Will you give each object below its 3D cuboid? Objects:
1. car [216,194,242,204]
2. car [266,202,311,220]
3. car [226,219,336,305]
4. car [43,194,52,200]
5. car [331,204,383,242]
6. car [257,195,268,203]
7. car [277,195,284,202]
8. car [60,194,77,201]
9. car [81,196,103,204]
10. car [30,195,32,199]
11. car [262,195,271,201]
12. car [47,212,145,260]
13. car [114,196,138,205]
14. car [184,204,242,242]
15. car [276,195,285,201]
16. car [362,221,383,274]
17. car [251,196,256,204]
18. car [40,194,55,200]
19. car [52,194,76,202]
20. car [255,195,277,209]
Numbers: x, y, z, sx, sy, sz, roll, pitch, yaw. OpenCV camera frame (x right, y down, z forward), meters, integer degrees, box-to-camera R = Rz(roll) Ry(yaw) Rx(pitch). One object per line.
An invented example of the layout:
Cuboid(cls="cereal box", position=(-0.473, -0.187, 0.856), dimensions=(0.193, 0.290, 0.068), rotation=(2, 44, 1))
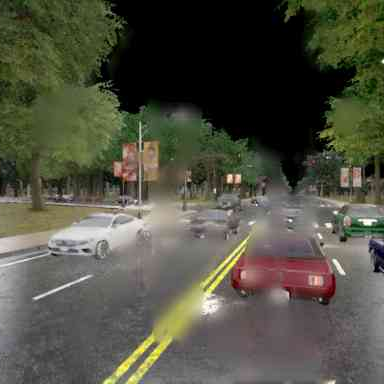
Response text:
Cuboid(cls="car", position=(4.266, 1.208, 37.583), dimensions=(2.150, 2.045, 5.566), rotation=(0, 0, 18))
Cuboid(cls="car", position=(4.964, 1.505, 17.073), dimensions=(1.837, 1.490, 4.892), rotation=(0, 0, 17))
Cuboid(cls="car", position=(2.270, 1.601, 8.215), dimensions=(1.895, 1.301, 4.718), rotation=(0, 0, 17))
Cuboid(cls="car", position=(-31.653, 1.259, 76.620), dimensions=(4.674, 1.442, 1.812), rotation=(0, 0, 40))
Cuboid(cls="car", position=(8.098, 1.352, 16.198), dimensions=(2.097, 1.767, 4.553), rotation=(0, 0, 17))
Cuboid(cls="car", position=(15.537, 1.486, 73.364), dimensions=(1.882, 1.535, 5.008), rotation=(0, 0, 17))
Cuboid(cls="car", position=(15.719, 1.553, 63.109), dimensions=(2.033, 1.411, 5.357), rotation=(0, 0, 18))
Cuboid(cls="car", position=(-29.273, 1.260, 78.865), dimensions=(4.674, 1.442, 1.812), rotation=(0, 0, 40))
Cuboid(cls="car", position=(-18.268, 1.422, 60.973), dimensions=(4.718, 1.301, 1.895), rotation=(0, 0, 41))
Cuboid(cls="car", position=(-39.247, 1.253, 83.046), dimensions=(4.181, 1.385, 1.994), rotation=(0, 0, 40))
Cuboid(cls="car", position=(18.959, 1.535, 84.382), dimensions=(1.812, 1.442, 4.674), rotation=(0, 0, 17))
Cuboid(cls="car", position=(-3.366, 1.526, 12.713), dimensions=(1.812, 1.442, 4.674), rotation=(0, 0, 17))
Cuboid(cls="car", position=(-10.847, 1.361, 54.682), dimensions=(4.902, 1.511, 2.128), rotation=(0, 0, 41))
Cuboid(cls="car", position=(1.248, 1.547, 16.714), dimensions=(2.033, 1.411, 5.357), rotation=(0, 0, 17))
Cuboid(cls="car", position=(22.919, 1.490, 86.176), dimensions=(1.882, 1.535, 5.008), rotation=(0, 0, 17))
Cuboid(cls="car", position=(5.477, 1.601, 7.599), dimensions=(1.895, 1.301, 4.718), rotation=(0, 0, 17))
Cuboid(cls="car", position=(12.473, 1.554, 63.623), dimensions=(2.033, 1.411, 5.357), rotation=(0, 0, 18))
Cuboid(cls="car", position=(-37.146, 1.252, 85.526), dimensions=(4.181, 1.385, 1.994), rotation=(0, 0, 40))
Cuboid(cls="car", position=(-26.003, 1.300, 67.583), dimensions=(4.674, 1.442, 1.812), rotation=(0, 0, 40))
Cuboid(cls="car", position=(10.178, 1.503, 45.522), dimensions=(1.812, 1.442, 4.674), rotation=(0, 0, 18))
